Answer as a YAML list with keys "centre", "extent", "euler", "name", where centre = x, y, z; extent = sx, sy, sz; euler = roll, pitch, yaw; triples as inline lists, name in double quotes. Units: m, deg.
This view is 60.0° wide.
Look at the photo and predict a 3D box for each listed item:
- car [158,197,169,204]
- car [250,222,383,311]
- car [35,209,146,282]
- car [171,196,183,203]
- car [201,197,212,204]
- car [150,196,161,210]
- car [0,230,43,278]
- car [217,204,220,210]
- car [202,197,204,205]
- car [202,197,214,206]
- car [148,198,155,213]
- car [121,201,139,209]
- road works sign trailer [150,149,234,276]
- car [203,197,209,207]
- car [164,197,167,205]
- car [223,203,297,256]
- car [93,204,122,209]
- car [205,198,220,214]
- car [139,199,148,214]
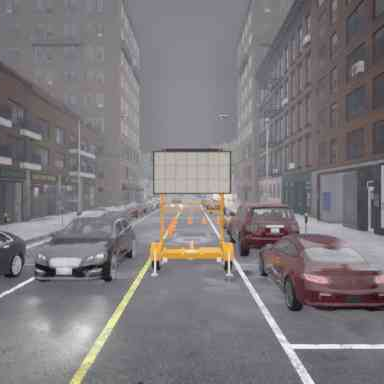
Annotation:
- centre: [-5.366, 1.597, 62.627]
  extent: [1.802, 1.307, 4.206]
  euler: [0, 0, 0]
  name: "car"
- centre: [2.639, 1.582, 7.443]
  extent: [1.802, 1.307, 4.206]
  euler: [0, 0, 0]
  name: "car"
- centre: [-2.845, 1.491, 9.846]
  extent: [2.128, 1.511, 4.902]
  euler: [0, 0, 0]
  name: "car"
- centre: [-2.778, 1.521, 61.757]
  extent: [1.837, 1.490, 4.892]
  euler: [0, -1, 0]
  name: "car"
- centre: [2.659, 1.581, 62.626]
  extent: [1.947, 1.339, 4.313]
  euler: [0, 0, 0]
  name: "car"
- centre: [-5.374, 1.551, 40.552]
  extent: [2.008, 1.369, 4.403]
  euler: [0, 0, 0]
  name: "car"
- centre: [-5.386, 1.550, 7.439]
  extent: [2.008, 1.369, 4.403]
  euler: [0, 0, 0]
  name: "car"
- centre: [2.639, 1.524, 18.648]
  extent: [1.752, 1.417, 4.829]
  euler: [0, 0, 0]
  name: "car"
- centre: [2.653, 1.529, 46.241]
  extent: [1.752, 1.417, 4.829]
  euler: [0, 0, 0]
  name: "car"
- centre: [2.657, 1.593, 57.107]
  extent: [1.802, 1.307, 4.206]
  euler: [0, 0, 0]
  name: "car"
- centre: [-5.376, 1.565, 35.034]
  extent: [1.947, 1.339, 4.313]
  euler: [0, 0, 0]
  name: "car"
- centre: [-5.380, 1.550, 23.996]
  extent: [2.008, 1.369, 4.403]
  euler: [0, 0, 0]
  name: "car"
- centre: [0.003, 0.464, 10.330]
  extent: [2.380, 3.560, 2.880]
  euler: [0, 0, 0]
  name: "road works sign trailer"
- centre: [2.651, 1.582, 40.553]
  extent: [1.802, 1.307, 4.206]
  euler: [0, 0, 0]
  name: "car"
- centre: [-5.370, 1.532, 51.419]
  extent: [1.752, 1.417, 4.829]
  euler: [0, 0, 0]
  name: "car"
- centre: [2.642, 1.314, 12.962]
  extent: [2.192, 1.841, 5.009]
  euler: [0, 0, 0]
  name: "car"
- centre: [-5.382, 1.581, 18.477]
  extent: [1.802, 1.307, 4.206]
  euler: [0, 0, 0]
  name: "car"
- centre: [2.649, 1.581, 35.035]
  extent: [1.802, 1.307, 4.206]
  euler: [0, 0, 0]
  name: "car"
- centre: [-5.378, 1.543, 29.515]
  extent: [1.887, 1.381, 4.507]
  euler: [0, 0, 0]
  name: "car"
